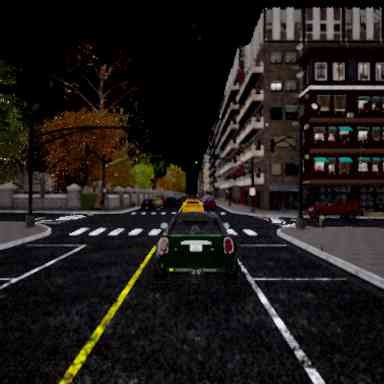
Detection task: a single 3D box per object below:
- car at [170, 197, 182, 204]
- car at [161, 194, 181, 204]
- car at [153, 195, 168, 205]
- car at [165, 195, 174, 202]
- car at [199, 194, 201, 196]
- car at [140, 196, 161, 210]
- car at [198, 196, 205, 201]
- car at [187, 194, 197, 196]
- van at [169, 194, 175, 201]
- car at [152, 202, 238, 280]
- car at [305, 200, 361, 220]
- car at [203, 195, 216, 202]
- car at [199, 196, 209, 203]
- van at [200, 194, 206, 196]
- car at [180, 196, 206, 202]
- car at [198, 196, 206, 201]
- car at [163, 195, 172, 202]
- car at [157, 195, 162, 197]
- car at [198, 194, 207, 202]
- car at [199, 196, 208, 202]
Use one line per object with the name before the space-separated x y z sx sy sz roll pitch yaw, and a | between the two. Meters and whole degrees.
car | -3.022 1.639 65.104 2.033 1.411 5.357 0 0 0
car | -3.089 1.538 49.534 1.882 1.535 5.008 0 0 0
car | -5.700 1.398 60.975 2.192 1.841 5.009 0 0 0
car | -5.704 1.579 83.495 1.967 1.590 4.097 0 0 0
car | 2.680 1.536 66.607 1.967 1.590 4.097 0 0 0
car | -5.696 1.616 44.083 1.947 1.339 4.313 0 0 0
car | 2.673 1.716 94.757 1.887 1.381 4.507 0 0 0
car | -0.015 1.663 73.217 1.994 1.385 4.181 0 0 0
van | -5.707 1.512 94.756 1.690 1.788 3.998 0 0 0
car | 0.098 1.358 10.100 2.097 1.767 4.553 0 0 0
car | 13.460 1.629 31.765 5.009 1.841 2.192 1 -1 -1
car | 2.683 1.605 49.715 1.887 1.381 4.507 0 0 0
car | 2.678 1.660 72.237 2.008 1.369 4.403 0 0 0
van | 2.683 1.412 55.346 1.690 1.788 3.998 0 0 0
car | 0.094 1.511 33.302 1.882 1.535 5.008 0 0 0
car | 2.674 1.705 89.127 2.008 1.369 4.403 0 0 0
car | -5.703 1.564 77.866 1.967 1.590 4.097 0 0 0
car | -5.698 1.596 55.175 1.752 1.417 4.829 0 0 0
car | 2.676 1.453 83.497 2.192 1.841 5.009 0 0 0
car | 2.677 1.668 77.866 1.887 1.381 4.507 0 0 0
